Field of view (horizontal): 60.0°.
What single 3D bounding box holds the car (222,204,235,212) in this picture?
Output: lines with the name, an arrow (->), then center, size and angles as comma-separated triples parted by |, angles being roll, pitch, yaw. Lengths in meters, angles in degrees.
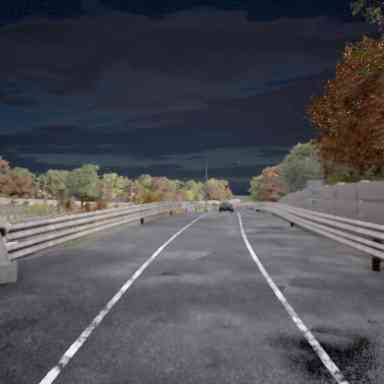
car -> 6.511, 2.859, 59.369 | 2.033, 1.411, 5.357 | 0, -4, 9

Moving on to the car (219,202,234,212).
car -> 4.986, 2.195, 49.105 | 1.837, 1.490, 4.892 | 0, -3, 8
